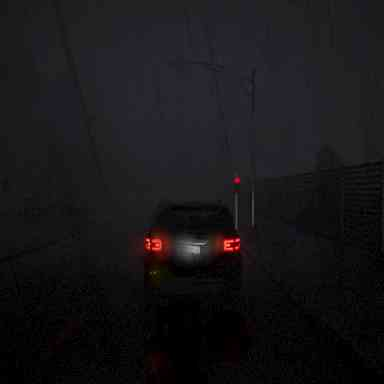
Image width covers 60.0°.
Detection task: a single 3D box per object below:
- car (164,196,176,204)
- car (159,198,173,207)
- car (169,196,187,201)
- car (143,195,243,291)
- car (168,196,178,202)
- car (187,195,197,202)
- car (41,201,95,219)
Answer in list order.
[{"bbox_3d":[-4.125,1.547,63.353,2.033,1.411,5.357,0,0,0],"label":"car"},{"bbox_3d":[-4.153,1.601,53.590,1.895,1.301,4.718,0,0,0],"label":"car"},{"bbox_3d":[-3.803,1.595,87.234,4.718,1.301,1.895,0,0,40],"label":"car"},{"bbox_3d":[0.033,1.221,9.158,2.150,2.045,5.566,0,0,0],"label":"car"},{"bbox_3d":[-4.083,1.552,73.338,1.994,1.385,4.181,0,0,0],"label":"car"},{"bbox_3d":[-0.097,1.478,77.545,1.882,1.535,5.008,0,0,-4],"label":"car"},{"bbox_3d":[-10.784,1.525,28.573,4.674,1.442,1.812,0,0,-4],"label":"car"}]
